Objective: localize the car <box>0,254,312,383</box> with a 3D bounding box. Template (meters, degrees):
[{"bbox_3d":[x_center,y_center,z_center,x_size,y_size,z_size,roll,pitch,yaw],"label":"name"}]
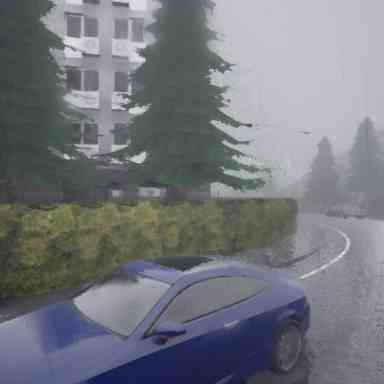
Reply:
[{"bbox_3d":[-0.341,1.572,4.021,4.674,1.442,1.812,0,-1,-40],"label":"car"}]

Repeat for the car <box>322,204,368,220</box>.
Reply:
[{"bbox_3d":[14.927,1.916,32.724,2.033,1.411,5.357,0,-1,-6],"label":"car"}]
